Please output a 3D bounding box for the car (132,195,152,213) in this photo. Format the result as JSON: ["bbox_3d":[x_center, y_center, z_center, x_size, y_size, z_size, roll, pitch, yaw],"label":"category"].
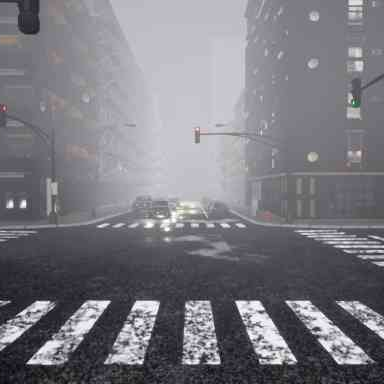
[{"bbox_3d":[-5.317,1.304,37.088,2.192,1.841,5.009,-1,0,0],"label":"car"}]

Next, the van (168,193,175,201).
[{"bbox_3d":[-5.301,1.304,86.923,1.690,1.788,3.998,-1,0,0],"label":"van"}]

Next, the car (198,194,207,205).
[{"bbox_3d":[2.573,1.524,59.183,1.887,1.381,4.507,-1,0,0],"label":"car"}]

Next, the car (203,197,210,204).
[{"bbox_3d":[2.566,1.539,37.026,2.008,1.369,4.403,-1,0,0],"label":"car"}]

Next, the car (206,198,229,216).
[{"bbox_3d":[2.565,1.573,31.487,1.802,1.307,4.206,-1,0,0],"label":"car"}]

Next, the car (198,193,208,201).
[{"bbox_3d":[2.577,1.282,81.340,2.192,1.841,5.009,-1,0,0],"label":"car"}]

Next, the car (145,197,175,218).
[{"bbox_3d":[-2.832,1.496,30.221,1.837,1.490,4.892,0,0,0],"label":"car"}]

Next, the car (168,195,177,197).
[{"bbox_3d":[-2.758,1.530,50.971,2.033,1.411,5.357,0,0,1],"label":"car"}]

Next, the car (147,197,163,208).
[{"bbox_3d":[-5.311,1.510,47.992,1.752,1.417,4.829,-1,0,0],"label":"car"}]

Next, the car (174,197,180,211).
[{"bbox_3d":[-2.826,1.588,40.321,1.895,1.301,4.718,0,0,0],"label":"car"}]

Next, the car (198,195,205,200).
[{"bbox_3d":[2.584,1.541,92.418,1.802,1.307,4.206,-1,0,0],"label":"car"}]

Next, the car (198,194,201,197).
[{"bbox_3d":[2.579,1.552,75.800,1.802,1.307,4.206,-1,0,0],"label":"car"}]

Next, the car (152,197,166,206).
[{"bbox_3d":[-5.308,1.564,53.700,1.802,1.307,4.206,-1,0,0],"label":"car"}]
